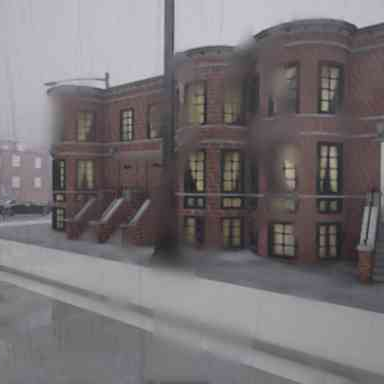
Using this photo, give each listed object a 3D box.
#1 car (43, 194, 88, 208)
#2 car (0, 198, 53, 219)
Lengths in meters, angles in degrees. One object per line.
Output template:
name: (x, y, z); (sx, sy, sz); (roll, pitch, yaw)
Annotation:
car: (-15.424, 1.045, 40.856); (1.882, 1.535, 5.008); (1, 1, 35)
car: (-13.173, 1.186, 25.751); (2.128, 1.511, 4.902); (1, 0, 36)
